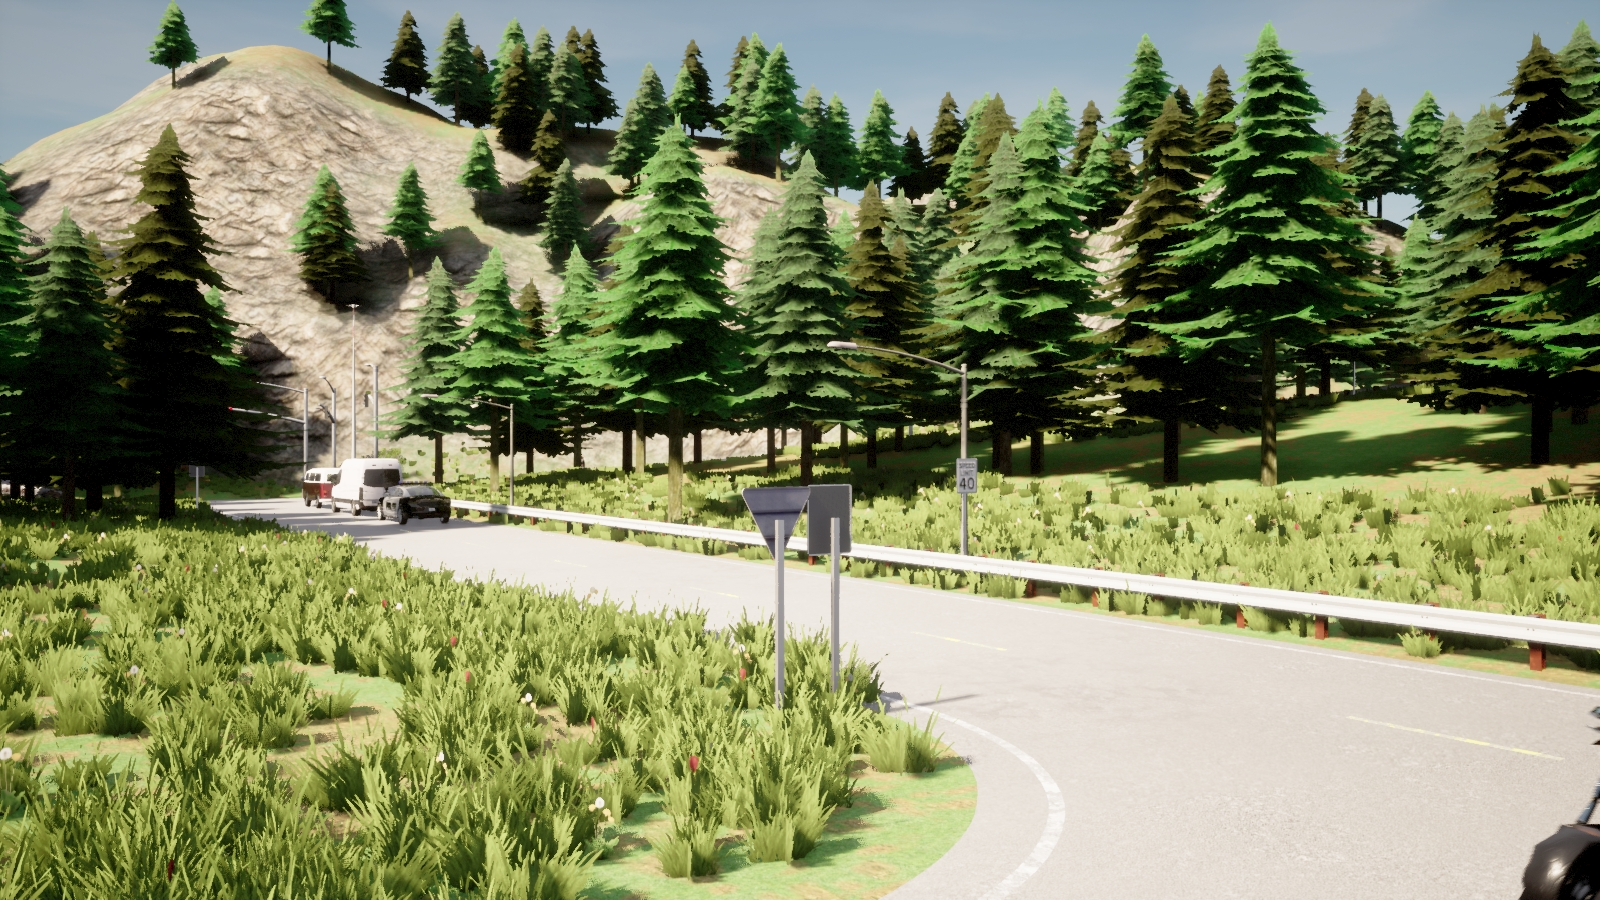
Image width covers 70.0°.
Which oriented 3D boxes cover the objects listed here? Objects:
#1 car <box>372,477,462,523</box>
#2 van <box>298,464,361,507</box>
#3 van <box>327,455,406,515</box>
[{"bbox_3d":[-15.723,1.982,46.760,2.097,1.638,5.238,0,0,-35],"label":"car"},{"bbox_3d":[-24.143,1.782,58.581,2.069,2.038,4.480,0,0,-35],"label":"van"},{"bbox_3d":[-20.079,1.534,52.765,1.988,2.561,5.915,0,0,-35],"label":"van"}]
